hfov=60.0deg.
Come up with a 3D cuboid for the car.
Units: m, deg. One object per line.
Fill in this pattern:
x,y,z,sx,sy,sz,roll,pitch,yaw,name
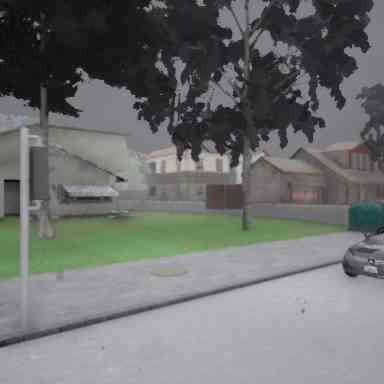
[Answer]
6.082,1.575,9.313,4.674,1.442,1.812,0,-1,-38,car
